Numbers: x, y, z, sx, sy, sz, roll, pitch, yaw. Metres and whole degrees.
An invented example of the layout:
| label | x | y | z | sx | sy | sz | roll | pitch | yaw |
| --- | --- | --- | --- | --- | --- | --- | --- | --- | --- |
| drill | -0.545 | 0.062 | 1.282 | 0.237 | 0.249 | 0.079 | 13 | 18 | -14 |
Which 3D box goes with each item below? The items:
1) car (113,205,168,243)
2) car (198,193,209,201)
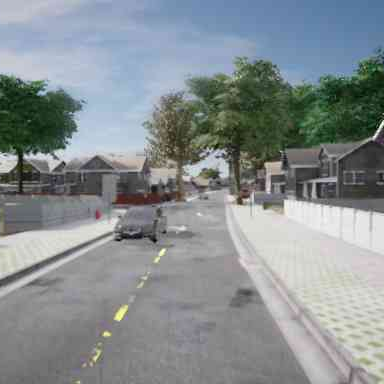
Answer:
| label | x | y | z | sx | sy | sz | roll | pitch | yaw |
| --- | --- | --- | --- | --- | --- | --- | --- | --- | --- |
| car | -2.295 | 1.415 | 15.814 | 1.837 | 1.490 | 4.892 | 0 | 1 | 4 |
| car | 2.344 | 0.911 | 66.224 | 2.128 | 1.511 | 4.902 | 0 | 1 | 5 |
